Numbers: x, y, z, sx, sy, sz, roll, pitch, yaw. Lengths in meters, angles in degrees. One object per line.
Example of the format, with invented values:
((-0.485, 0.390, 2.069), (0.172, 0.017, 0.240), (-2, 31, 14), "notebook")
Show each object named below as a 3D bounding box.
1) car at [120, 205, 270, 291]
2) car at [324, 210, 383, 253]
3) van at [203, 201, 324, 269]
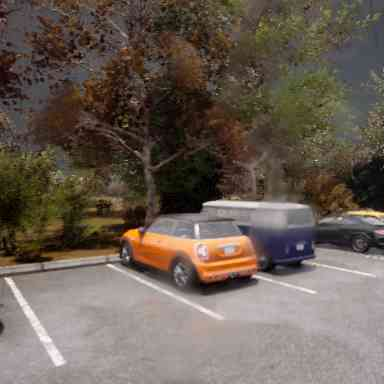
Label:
((-0.342, 1.394, 9.527), (2.185, 1.767, 4.553), (1, 0, -36), "car")
((6.436, 1.639, 14.405), (2.002, 1.452, 4.674), (1, 0, -36), "car")
((1.836, 1.318, 11.263), (1.878, 1.987, 4.442), (1, 0, -36), "van")
